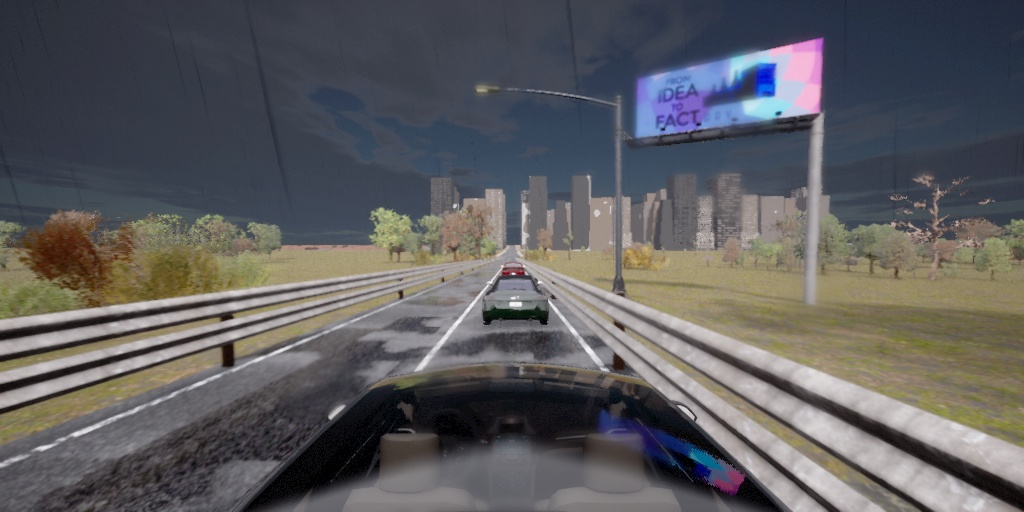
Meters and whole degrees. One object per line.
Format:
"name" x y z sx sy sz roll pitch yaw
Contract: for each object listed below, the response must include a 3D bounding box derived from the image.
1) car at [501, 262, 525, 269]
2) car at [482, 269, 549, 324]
"car" 0.109 1.218 30.192 1.882 1.535 5.008 0 0 0
"car" 0.104 1.310 11.976 1.994 1.385 4.181 0 0 0
